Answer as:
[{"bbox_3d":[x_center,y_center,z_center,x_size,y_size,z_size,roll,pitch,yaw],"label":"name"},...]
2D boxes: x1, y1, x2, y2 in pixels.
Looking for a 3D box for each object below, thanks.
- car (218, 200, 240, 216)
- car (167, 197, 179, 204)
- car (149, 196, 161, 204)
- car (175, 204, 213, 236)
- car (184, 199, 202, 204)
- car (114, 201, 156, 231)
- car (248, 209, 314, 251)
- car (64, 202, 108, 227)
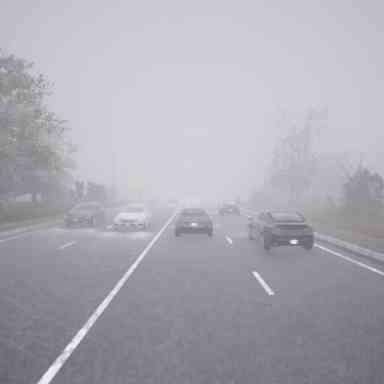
[{"bbox_3d":[3.592,1.521,32.721,1.812,1.442,4.674,0,0,0],"label":"car"},{"bbox_3d":[-3.535,1.559,63.115,1.994,1.385,4.181,0,0,0],"label":"car"},{"bbox_3d":[-7.026,1.546,63.350,2.033,1.411,5.357,0,0,0],"label":"car"},{"bbox_3d":[0.098,1.562,18.366,1.994,1.385,4.181,0,0,0],"label":"car"},{"bbox_3d":[0.106,1.521,35.953,1.812,1.442,4.674,0,0,0],"label":"car"},{"bbox_3d":[-3.603,1.524,20.952,1.812,1.442,4.674,0,0,0],"label":"car"},{"bbox_3d":[3.597,1.502,14.135,1.837,1.490,4.892,0,0,0],"label":"car"},{"bbox_3d":[-7.101,1.503,22.677,1.837,1.490,4.892,0,0,0],"label":"car"}]
